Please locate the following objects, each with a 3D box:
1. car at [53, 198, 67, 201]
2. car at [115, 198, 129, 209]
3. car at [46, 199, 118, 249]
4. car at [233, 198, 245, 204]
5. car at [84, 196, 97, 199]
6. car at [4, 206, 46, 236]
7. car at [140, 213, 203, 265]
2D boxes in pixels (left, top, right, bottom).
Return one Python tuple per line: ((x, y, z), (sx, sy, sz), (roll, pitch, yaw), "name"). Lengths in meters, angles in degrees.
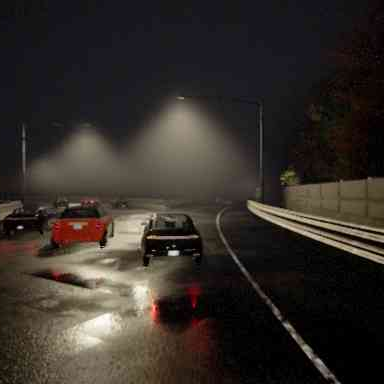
((-19.087, 1.569, 48.264), (2.128, 1.511, 4.902), (0, 0, -27), "car")
((-9.791, 1.548, 45.074), (1.837, 1.490, 4.892), (0, 0, -23), "car")
((-4.735, 1.372, 15.017), (2.097, 1.767, 4.553), (0, 0, -8), "car")
((11.055, 2.218, 80.292), (1.994, 1.385, 4.181), (0, -3, 14), "car")
((-14.183, 1.411, 46.227), (2.097, 1.767, 4.553), (0, 0, -25), "car")
((-8.887, 1.527, 18.739), (2.128, 1.511, 4.902), (0, 0, -10), "car")
((-0.775, 1.496, 11.705), (2.128, 1.511, 4.902), (0, 0, -6), "car")
